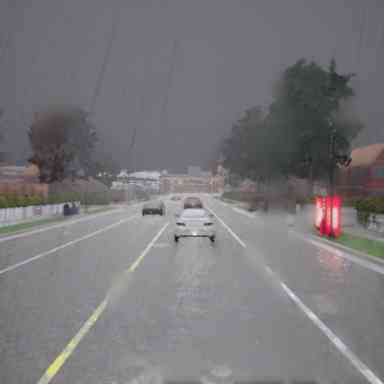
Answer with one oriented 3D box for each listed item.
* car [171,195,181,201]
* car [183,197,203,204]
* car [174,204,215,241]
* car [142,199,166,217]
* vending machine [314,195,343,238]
[{"bbox_3d":[-3.453,1.328,72.587,1.994,1.385,4.181,0,0,0],"label":"car"},{"bbox_3d":[0.123,1.349,36.995,2.097,1.767,4.553,0,0,0],"label":"car"},{"bbox_3d":[0.110,1.526,16.430,1.812,1.442,4.674,0,0,0],"label":"car"},{"bbox_3d":[-3.575,1.477,31.630,1.882,1.535,5.008,0,0,0],"label":"car"},{"bbox_3d":[6.902,1.199,16.861,1.100,2.100,0.880,0,0,0],"label":"vending machine"}]
